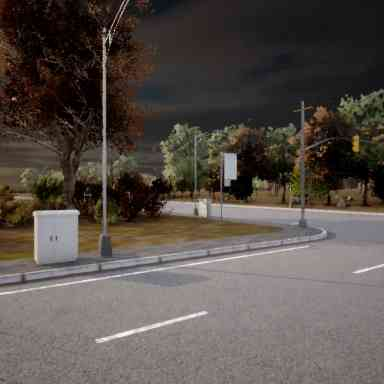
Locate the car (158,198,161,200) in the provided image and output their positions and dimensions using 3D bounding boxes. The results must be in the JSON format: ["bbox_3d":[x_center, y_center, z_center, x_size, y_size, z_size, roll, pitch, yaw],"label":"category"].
[{"bbox_3d":[-6.290,1.417,52.970,2.128,1.511,4.902,0,0,-34],"label":"car"}]
